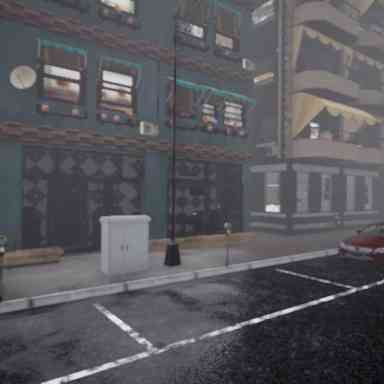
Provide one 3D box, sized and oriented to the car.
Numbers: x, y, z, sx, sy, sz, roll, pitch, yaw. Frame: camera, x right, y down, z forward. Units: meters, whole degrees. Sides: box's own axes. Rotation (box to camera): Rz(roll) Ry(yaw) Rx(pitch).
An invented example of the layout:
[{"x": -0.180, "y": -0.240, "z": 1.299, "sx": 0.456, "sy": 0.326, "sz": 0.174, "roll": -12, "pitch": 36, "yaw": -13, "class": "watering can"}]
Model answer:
[{"x": 6.741, "y": 1.695, "z": 11.376, "sx": 4.206, "sy": 1.307, "sz": 1.802, "roll": 1, "pitch": 0, "yaw": -36, "class": "car"}]
